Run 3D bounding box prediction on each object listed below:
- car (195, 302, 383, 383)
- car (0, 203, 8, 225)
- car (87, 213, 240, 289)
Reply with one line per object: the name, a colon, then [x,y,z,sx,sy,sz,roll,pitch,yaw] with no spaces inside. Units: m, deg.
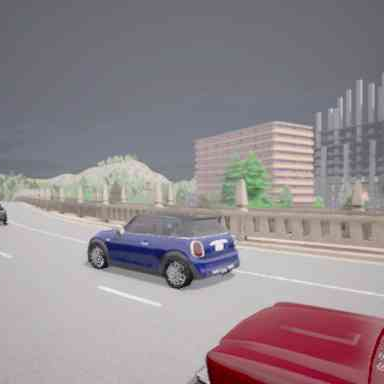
car: [2.377,1.615,2.396,4.718,1.301,1.895,0,0,35]
car: [-14.256,1.477,23.372,2.128,1.511,4.902,0,0,-38]
car: [-0.982,1.364,9.467,4.553,1.767,2.097,0,0,39]
